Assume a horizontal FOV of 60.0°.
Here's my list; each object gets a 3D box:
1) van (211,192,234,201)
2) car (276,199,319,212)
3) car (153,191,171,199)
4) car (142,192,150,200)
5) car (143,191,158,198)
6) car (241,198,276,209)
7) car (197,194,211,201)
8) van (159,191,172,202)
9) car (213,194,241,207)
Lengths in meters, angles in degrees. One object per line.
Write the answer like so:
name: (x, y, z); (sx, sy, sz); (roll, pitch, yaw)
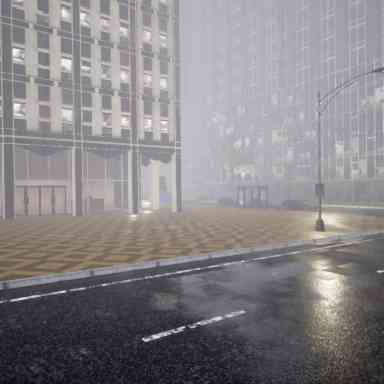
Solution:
van: (5.804, 0.855, 59.439); (1.690, 1.788, 3.998); (0, 1, -34)
car: (11.657, 1.424, 35.886); (1.947, 1.339, 4.313); (0, 1, -34)
car: (-7.065, 0.615, 78.181); (2.192, 1.841, 5.009); (0, 1, -34)
car: (-10.756, 1.039, 68.756); (2.008, 1.369, 4.403); (0, 1, -34)
car: (-10.282, 0.686, 82.868); (1.967, 1.590, 4.097); (0, 1, -34)
car: (8.454, 1.388, 40.583); (1.802, 1.307, 4.206); (0, 1, -34)
car: (2.587, 1.043, 64.128); (1.802, 1.307, 4.206); (0, 1, -34)
van: (-4.321, 0.937, 59.383); (1.690, 1.788, 3.998); (0, 1, -34)
car: (5.285, 1.319, 45.301); (1.947, 1.339, 4.313); (0, 1, -34)
